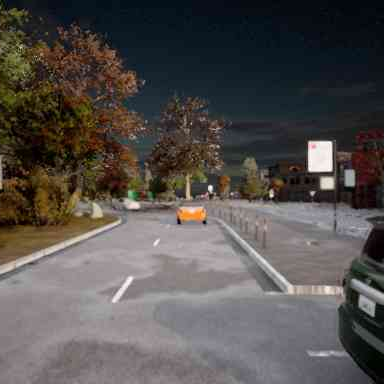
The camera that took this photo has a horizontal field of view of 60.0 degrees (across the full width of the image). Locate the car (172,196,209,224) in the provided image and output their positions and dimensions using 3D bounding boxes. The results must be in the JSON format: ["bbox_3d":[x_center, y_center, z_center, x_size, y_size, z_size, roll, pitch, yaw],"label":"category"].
[{"bbox_3d":[-0.195,1.406,25.461,2.097,1.767,4.553,0,0,-5],"label":"car"}]

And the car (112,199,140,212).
[{"bbox_3d":[-7.902,1.562,39.807,1.812,1.442,4.674,0,0,-37],"label":"car"}]

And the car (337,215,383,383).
[{"bbox_3d":[4.449,1.242,3.368,5.566,2.045,2.435,0,0,0],"label":"car"}]
